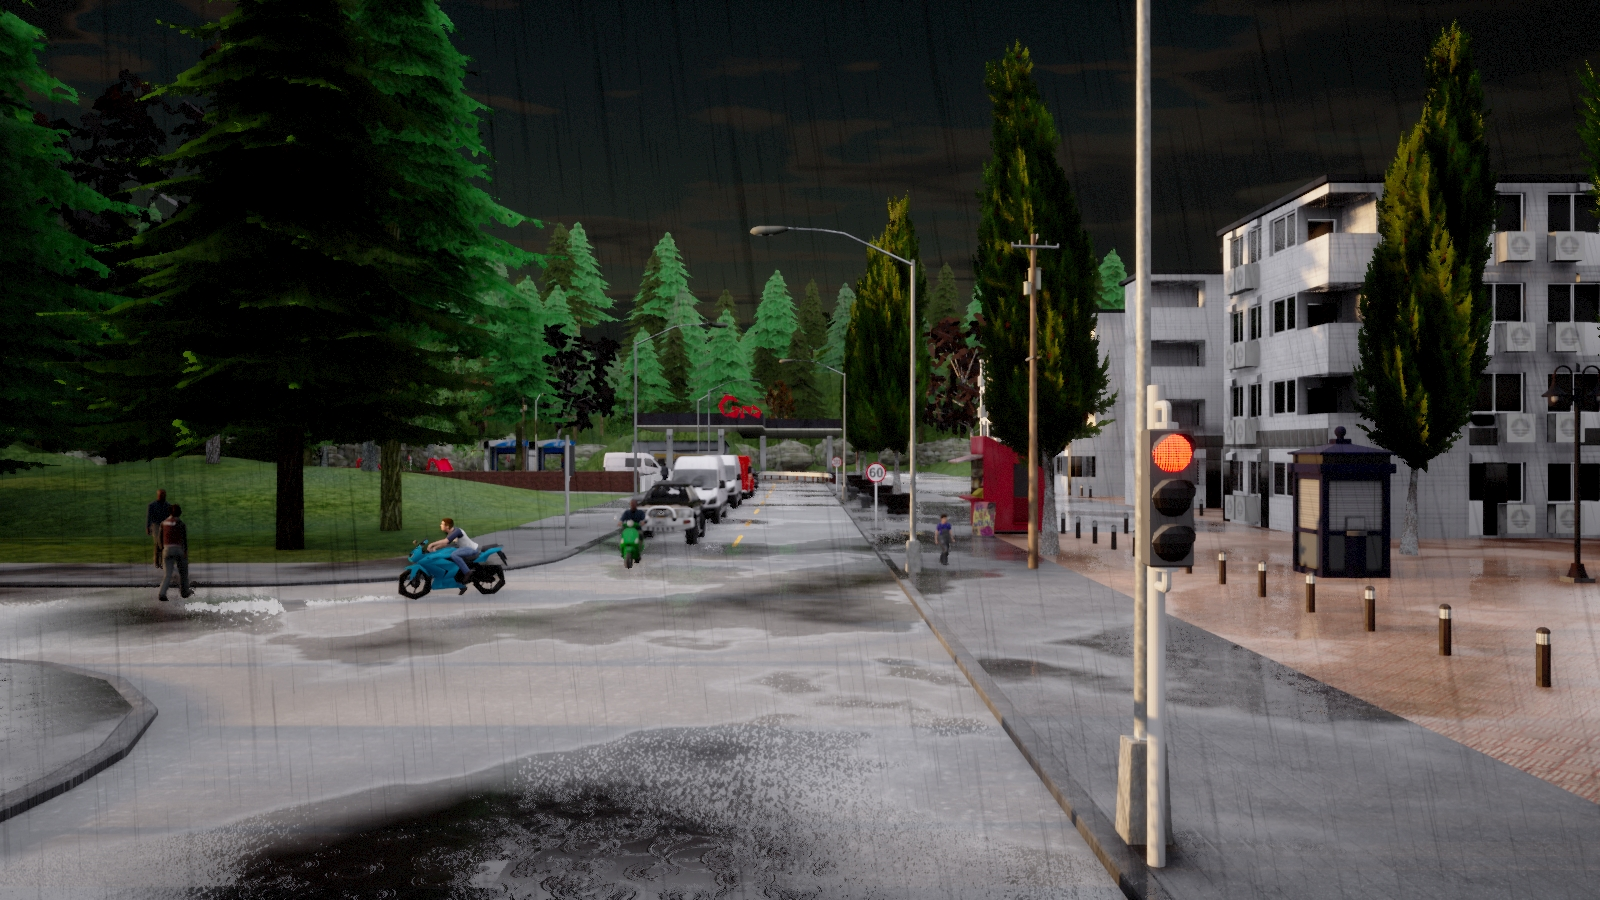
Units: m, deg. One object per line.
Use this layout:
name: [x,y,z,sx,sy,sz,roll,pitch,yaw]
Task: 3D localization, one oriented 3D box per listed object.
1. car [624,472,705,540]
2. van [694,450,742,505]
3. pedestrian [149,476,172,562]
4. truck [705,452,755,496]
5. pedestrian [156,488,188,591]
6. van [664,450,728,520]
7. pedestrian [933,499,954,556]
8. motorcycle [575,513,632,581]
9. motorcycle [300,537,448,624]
car: [-4.061,1.638,34.977,1.932,1.855,4.605,0,0,0]
van: [-4.001,1.305,56.621,1.988,2.561,5.915,0,0,0]
pedestrian: [-14.148,1.520,25.286,0.375,1.860,0.375,0,0,-41]
truck: [-3.991,1.338,66.126,2.627,2.467,5.204,0,0,0]
pedestrian: [-11.518,1.625,20.961,0.375,1.860,0.375,0,0,2]
van: [-4.012,1.306,45.100,1.988,2.561,5.915,0,0,0]
pedestrian: [3.352,1.800,26.720,0.375,1.300,0.375,0,0,-19]
motorcycle: [-3.993,1.958,23.395,0.856,1.236,1.805,0,0,0]
motorcycle: [-6.593,1.990,17.707,2.033,1.145,0.803,0,0,-30]
